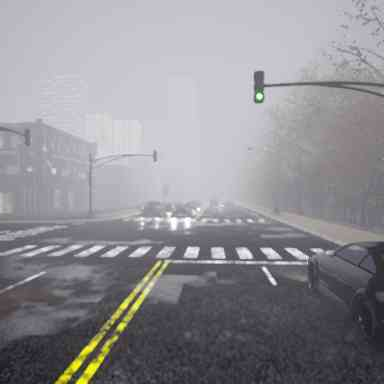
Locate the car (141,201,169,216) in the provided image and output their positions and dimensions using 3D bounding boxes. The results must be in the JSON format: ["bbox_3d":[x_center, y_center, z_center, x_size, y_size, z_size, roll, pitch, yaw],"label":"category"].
[{"bbox_3d":[-4.265,1.752,37.083,2.097,1.767,4.553,0,-1,5],"label":"car"}]

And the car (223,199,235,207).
[{"bbox_3d":[7.765,2.247,67.875,2.128,1.511,4.902,0,-1,4],"label":"car"}]

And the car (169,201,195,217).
[{"bbox_3d":[-0.999,2.005,36.906,1.895,1.301,4.718,0,-1,4],"label":"car"}]

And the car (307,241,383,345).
[{"bbox_3d":[3.707,1.645,6.482,1.994,1.385,4.181,0,-1,4],"label":"car"}]

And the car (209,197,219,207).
[{"bbox_3d":[4.543,2.261,68.568,1.837,1.490,4.892,0,-1,4],"label":"car"}]

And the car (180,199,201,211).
[{"bbox_3d":[-0.193,2.085,49.025,2.033,1.411,5.357,0,-1,4],"label":"car"}]

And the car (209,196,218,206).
[{"bbox_3d":[5.116,2.091,78.621,2.150,2.045,5.566,0,-1,4],"label":"car"}]

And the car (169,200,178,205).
[{"bbox_3d":[-3.586,2.073,47.024,1.994,1.385,4.181,0,-1,4],"label":"car"}]

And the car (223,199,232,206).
[{"bbox_3d":[8.328,2.417,77.949,1.994,1.385,4.181,0,-1,4],"label":"car"}]
